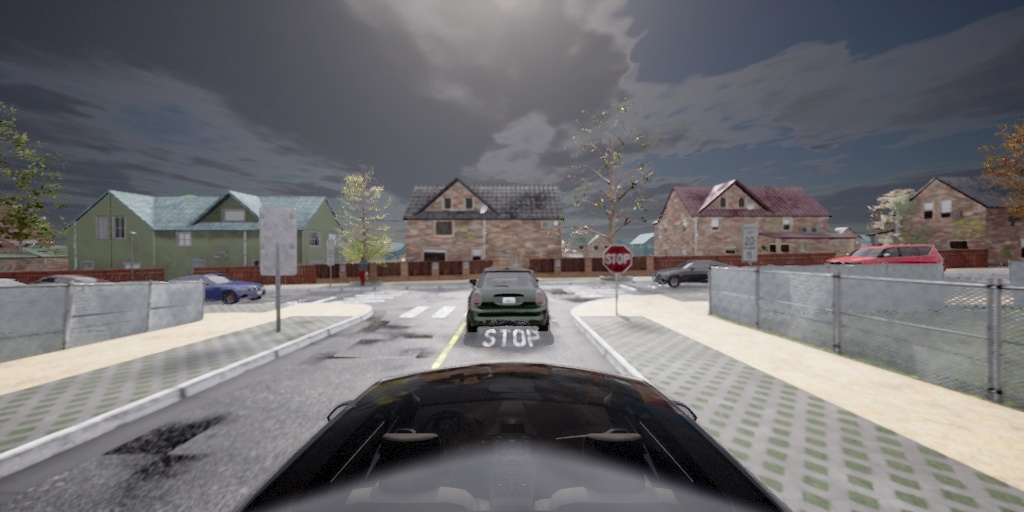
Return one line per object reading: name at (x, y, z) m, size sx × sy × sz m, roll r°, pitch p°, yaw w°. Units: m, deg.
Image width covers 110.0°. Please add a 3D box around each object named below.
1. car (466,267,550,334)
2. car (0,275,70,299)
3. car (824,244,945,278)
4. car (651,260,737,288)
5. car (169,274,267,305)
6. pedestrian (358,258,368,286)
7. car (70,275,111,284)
car at (-0.220, 1.097, 10.839) m, size 2.097 × 1.767 × 4.553 m, roll 0°, pitch 0°, yaw -4°
car at (-24.899, 1.830, 17.272) m, size 4.674 × 1.442 × 1.812 m, roll -1°, pitch 1°, yaw 0°
car at (20.847, 0.396, 20.283) m, size 5.566 × 2.045 × 2.150 m, roll -2°, pitch 1°, yaw -1°
car at (10.344, 0.951, 20.268) m, size 4.674 × 1.442 × 1.812 m, roll -1°, pitch 1°, yaw 0°
car at (-14.497, 1.583, 17.285) m, size 4.674 × 1.442 × 1.812 m, roll -1°, pitch 1°, yaw 0°
pedestrian at (-9.649, 0.993, 23.145) m, size 0.375 × 1.860 × 0.375 m, roll 0°, pitch 2°, yaw 0°
car at (-25.369, 1.795, 20.229) m, size 4.674 × 1.442 × 1.812 m, roll -1°, pitch 1°, yaw 0°
